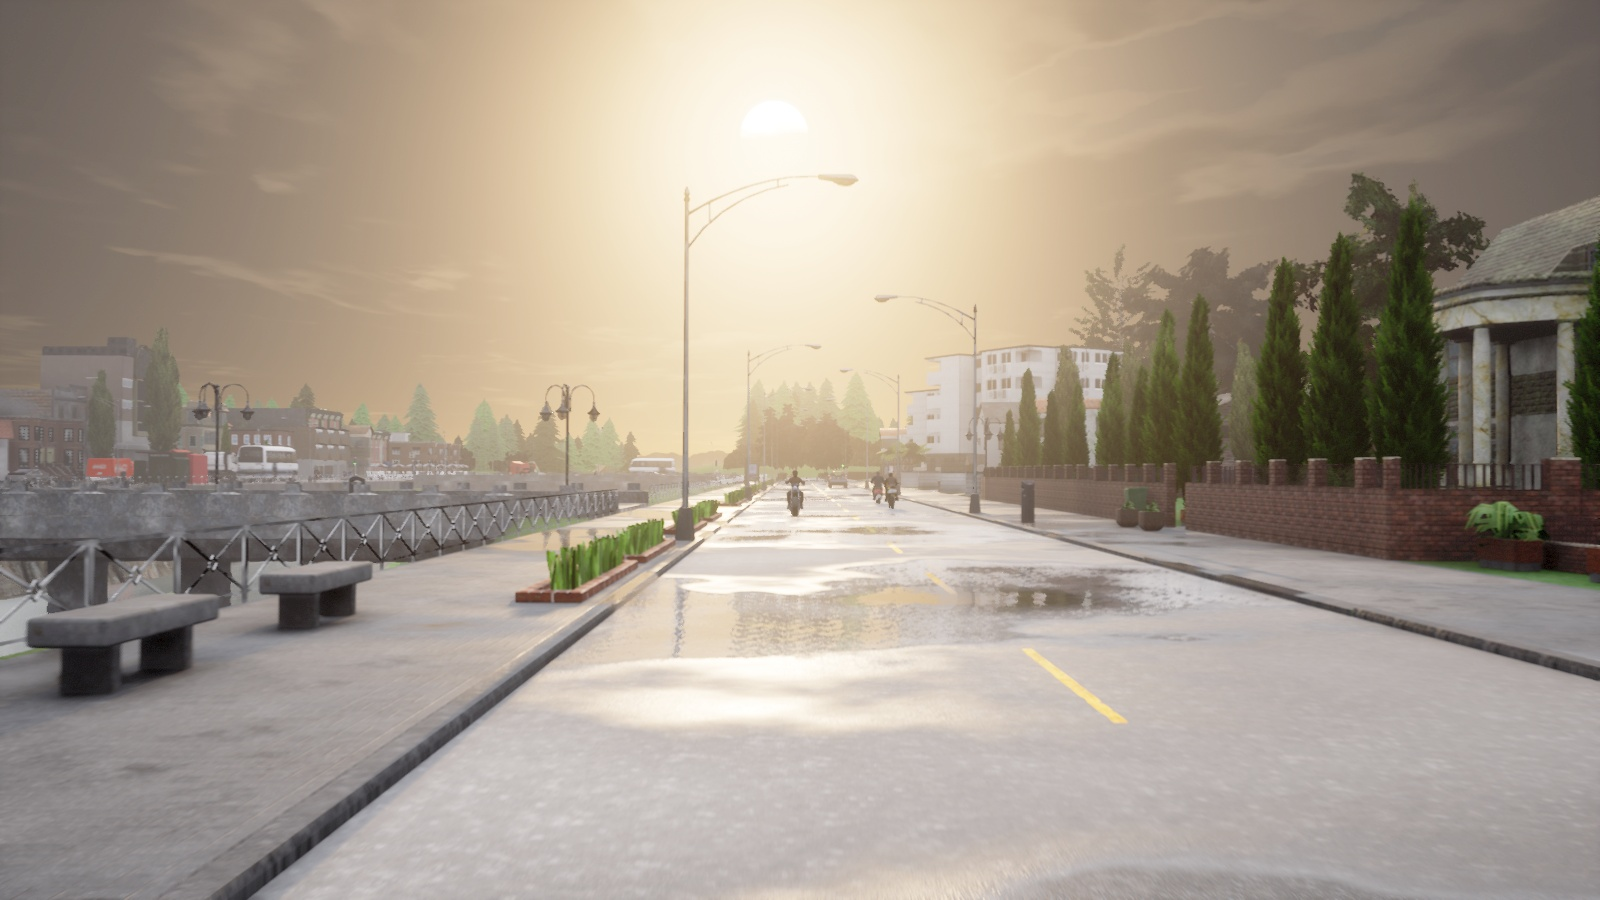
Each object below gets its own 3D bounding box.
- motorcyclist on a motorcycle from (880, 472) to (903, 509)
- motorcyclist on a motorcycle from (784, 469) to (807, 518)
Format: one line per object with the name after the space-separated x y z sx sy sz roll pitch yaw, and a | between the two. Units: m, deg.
3.821 1.673 52.711 0.797 1.523 2.044 0 -1 0 | motorcyclist on a motorcycle
-0.150 1.510 43.979 0.766 1.649 2.350 0 -1 0 | motorcyclist on a motorcycle
